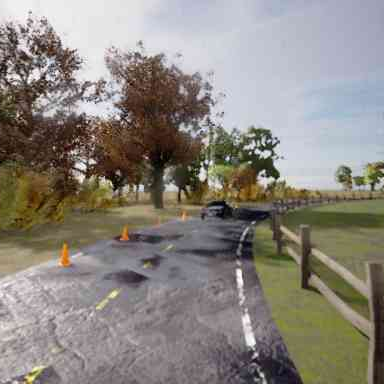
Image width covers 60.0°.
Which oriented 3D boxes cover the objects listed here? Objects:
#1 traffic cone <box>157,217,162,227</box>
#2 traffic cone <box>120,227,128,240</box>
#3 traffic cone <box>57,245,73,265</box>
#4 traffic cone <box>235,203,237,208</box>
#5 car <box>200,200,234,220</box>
[{"bbox_3d":[-1.966,1.838,20.220,0.340,0.580,0.340,0,0,14],"label":"traffic cone"},{"bbox_3d":[-3.060,1.871,15.195,0.340,0.580,0.340,0,0,11],"label":"traffic cone"},{"bbox_3d":[-3.859,1.898,10.115,0.340,0.580,0.340,0,0,7],"label":"traffic cone"},{"bbox_3d":[5.269,1.637,39.431,0.340,0.580,0.340,0,1,27],"label":"traffic cone"},{"bbox_3d":[2.074,1.363,26.280,1.812,1.442,4.674,0,1,19],"label":"car"}]
